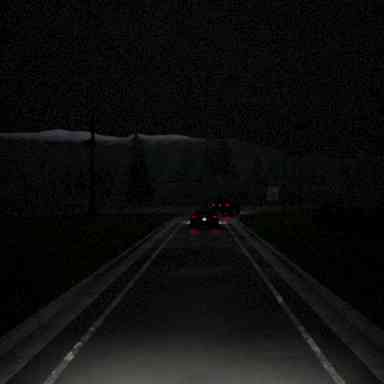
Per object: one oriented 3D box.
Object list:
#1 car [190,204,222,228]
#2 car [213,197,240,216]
[{"bbox_3d":[0.942,1.802,24.009,1.994,1.385,4.181,0,-1,3],"label":"car"},{"bbox_3d":[3.969,1.599,38.320,2.150,2.045,5.566,0,-1,21],"label":"car"}]
